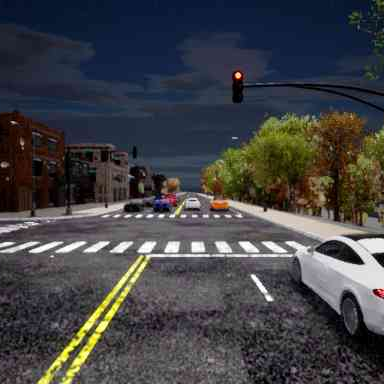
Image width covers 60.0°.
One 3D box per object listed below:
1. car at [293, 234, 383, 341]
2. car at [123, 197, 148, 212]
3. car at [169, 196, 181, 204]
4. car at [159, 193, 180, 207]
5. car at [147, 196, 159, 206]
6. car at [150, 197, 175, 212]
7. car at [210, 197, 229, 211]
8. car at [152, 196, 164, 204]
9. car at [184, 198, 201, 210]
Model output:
[{"bbox_3d":[3.352,1.523,6.345,1.812,1.442,4.674,0,0,2],"label":"car"},{"bbox_3d":[-6.603,1.584,38.420,1.895,1.301,4.718,0,0,0],"label":"car"},{"bbox_3d":[-3.346,1.538,66.316,1.994,1.385,4.181,0,0,1],"label":"car"},{"bbox_3d":[-3.397,1.202,51.452,2.150,2.045,5.566,0,0,-1],"label":"car"},{"bbox_3d":[-6.627,1.527,50.479,2.033,1.411,5.357,0,0,0],"label":"car"},{"bbox_3d":[-3.353,1.584,38.429,1.895,1.301,4.718,0,0,0],"label":"car"},{"bbox_3d":[3.342,1.334,41.046,2.097,1.767,4.553,0,0,0],"label":"car"},{"bbox_3d":[-6.602,1.501,65.270,1.812,1.442,4.674,0,0,0],"label":"car"},{"bbox_3d":[0.075,1.508,42.310,1.812,1.442,4.674,0,0,0],"label":"car"}]
